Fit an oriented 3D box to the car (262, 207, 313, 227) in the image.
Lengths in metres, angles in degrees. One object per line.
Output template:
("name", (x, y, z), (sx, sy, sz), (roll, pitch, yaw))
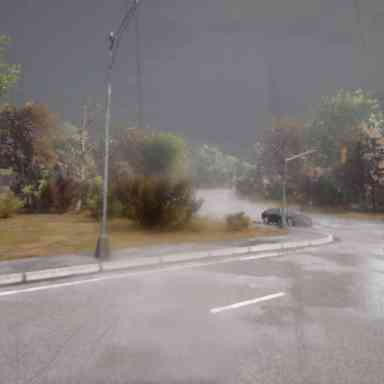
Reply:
("car", (7.693, 2.056, 27.218), (1.837, 1.490, 4.892), (3, 1, -26))
